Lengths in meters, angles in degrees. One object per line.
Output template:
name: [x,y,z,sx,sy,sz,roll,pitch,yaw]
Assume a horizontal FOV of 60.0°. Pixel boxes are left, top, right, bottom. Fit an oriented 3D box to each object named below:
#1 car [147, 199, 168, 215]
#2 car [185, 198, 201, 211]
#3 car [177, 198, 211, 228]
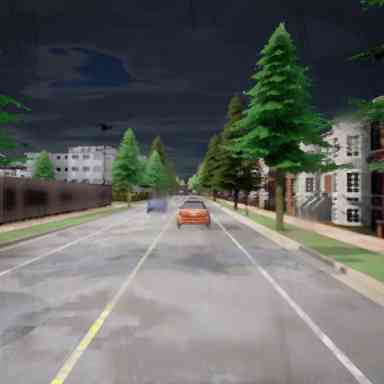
car: [-3.569,1.482,34.818,1.882,1.535,5.008,0,0,0]
car: [0.117,1.509,41.629,1.837,1.490,4.892,0,0,0]
car: [0.112,1.354,22.155,2.097,1.767,4.553,0,0,0]
